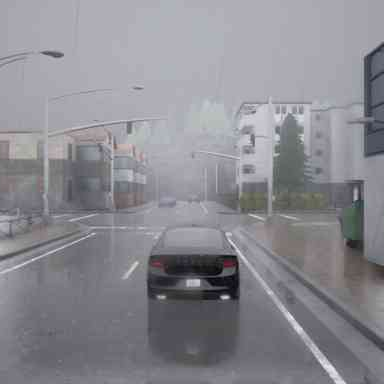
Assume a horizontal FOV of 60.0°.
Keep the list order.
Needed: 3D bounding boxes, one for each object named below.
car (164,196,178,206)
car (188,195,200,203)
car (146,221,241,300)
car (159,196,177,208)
[{"bbox_3d":[-3.591,1.491,57.752,2.128,1.511,4.902,0,0,0],"label":"car"},{"bbox_3d":[0.470,1.353,69.707,2.097,1.767,4.553,0,0,7],"label":"car"},{"bbox_3d":[0.047,1.478,8.434,1.882,1.535,5.008,0,0,1],"label":"car"},{"bbox_3d":[-3.609,1.477,47.401,1.882,1.535,5.008,0,0,0],"label":"car"}]
